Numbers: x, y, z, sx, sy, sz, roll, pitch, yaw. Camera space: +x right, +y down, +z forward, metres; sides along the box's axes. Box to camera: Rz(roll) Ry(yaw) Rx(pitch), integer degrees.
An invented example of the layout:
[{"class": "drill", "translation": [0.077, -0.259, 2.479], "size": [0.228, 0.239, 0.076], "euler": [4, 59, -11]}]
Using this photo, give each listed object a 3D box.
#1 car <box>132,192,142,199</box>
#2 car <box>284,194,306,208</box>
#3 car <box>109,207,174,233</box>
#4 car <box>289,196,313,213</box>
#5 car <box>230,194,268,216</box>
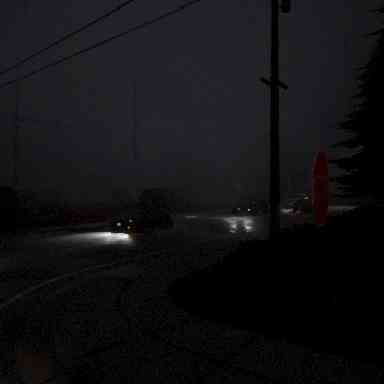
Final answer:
[{"class": "car", "translation": [-14.399, 1.127, 86.974], "size": [3.866, 1.878, 1.905], "euler": [-2, 6, -11]}, {"class": "car", "translation": [14.999, 1.304, 47.523], "size": [2.150, 2.045, 5.566], "euler": [0, 0, 33]}, {"class": "car", "translation": [-2.931, 1.593, 19.898], "size": [1.994, 1.385, 4.181], "euler": [0, 0, 33]}, {"class": "car", "translation": [12.922, 1.508, 37.659], "size": [1.882, 1.535, 5.008], "euler": [0, 0, 33]}, {"class": "car", "translation": [5.904, 1.254, 33.599], "size": [2.150, 2.045, 5.566], "euler": [0, 0, 33]}]
